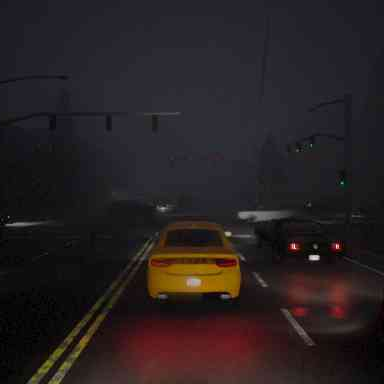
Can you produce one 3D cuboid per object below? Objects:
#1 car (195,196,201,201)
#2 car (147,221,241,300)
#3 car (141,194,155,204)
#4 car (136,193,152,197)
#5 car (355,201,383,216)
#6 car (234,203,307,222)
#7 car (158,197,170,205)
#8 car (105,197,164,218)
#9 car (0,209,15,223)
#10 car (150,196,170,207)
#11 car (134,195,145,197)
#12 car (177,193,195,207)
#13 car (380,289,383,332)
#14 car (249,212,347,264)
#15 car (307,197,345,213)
[{"bbox_3d":[1.306,1.595,88.208,1.895,1.301,4.718,0,0,-1],"label":"car"},{"bbox_3d":[0.034,1.478,8.471,1.882,1.535,5.008,0,0,0],"label":"car"},{"bbox_3d":[-8.642,1.352,65.550,2.097,1.767,4.553,0,0,-1],"label":"car"},{"bbox_3d":[-8.441,1.221,55.750,2.150,2.045,5.566,0,0,-1],"label":"car"},{"bbox_3d":[18.773,1.547,32.194,5.357,1.411,2.033,0,0,-2],"label":"car"},{"bbox_3d":[5.579,1.601,24.527,4.718,1.301,1.895,0,0,-3],"label":"car"},{"bbox_3d":[-5.029,1.564,59.772,1.994,1.385,4.181,0,0,-1],"label":"car"},{"bbox_3d":[-5.454,1.491,30.327,4.902,1.511,2.128,0,0,-37],"label":"car"},{"bbox_3d":[-14.837,1.563,23.333,4.181,1.385,1.994,0,0,-1],"label":"car"},{"bbox_3d":[-4.793,1.564,49.743,1.994,1.385,4.181,0,0,-2],"label":"car"},{"bbox_3d":[-8.208,1.564,46.431,1.994,1.385,4.181,0,0,-1],"label":"car"},{"bbox_3d":[-1.141,1.221,52.767,2.150,2.045,5.566,0,0,-1],"label":"car"},{"bbox_3d":[3.597,1.478,2.706,1.882,1.535,5.008,0,0,0],"label":"car"},{"bbox_3d":[3.502,1.601,11.795,1.895,1.301,4.718,0,0,-1],"label":"car"},{"bbox_3d":[14.083,1.352,35.560,4.553,1.767,2.097,0,0,-2],"label":"car"}]
